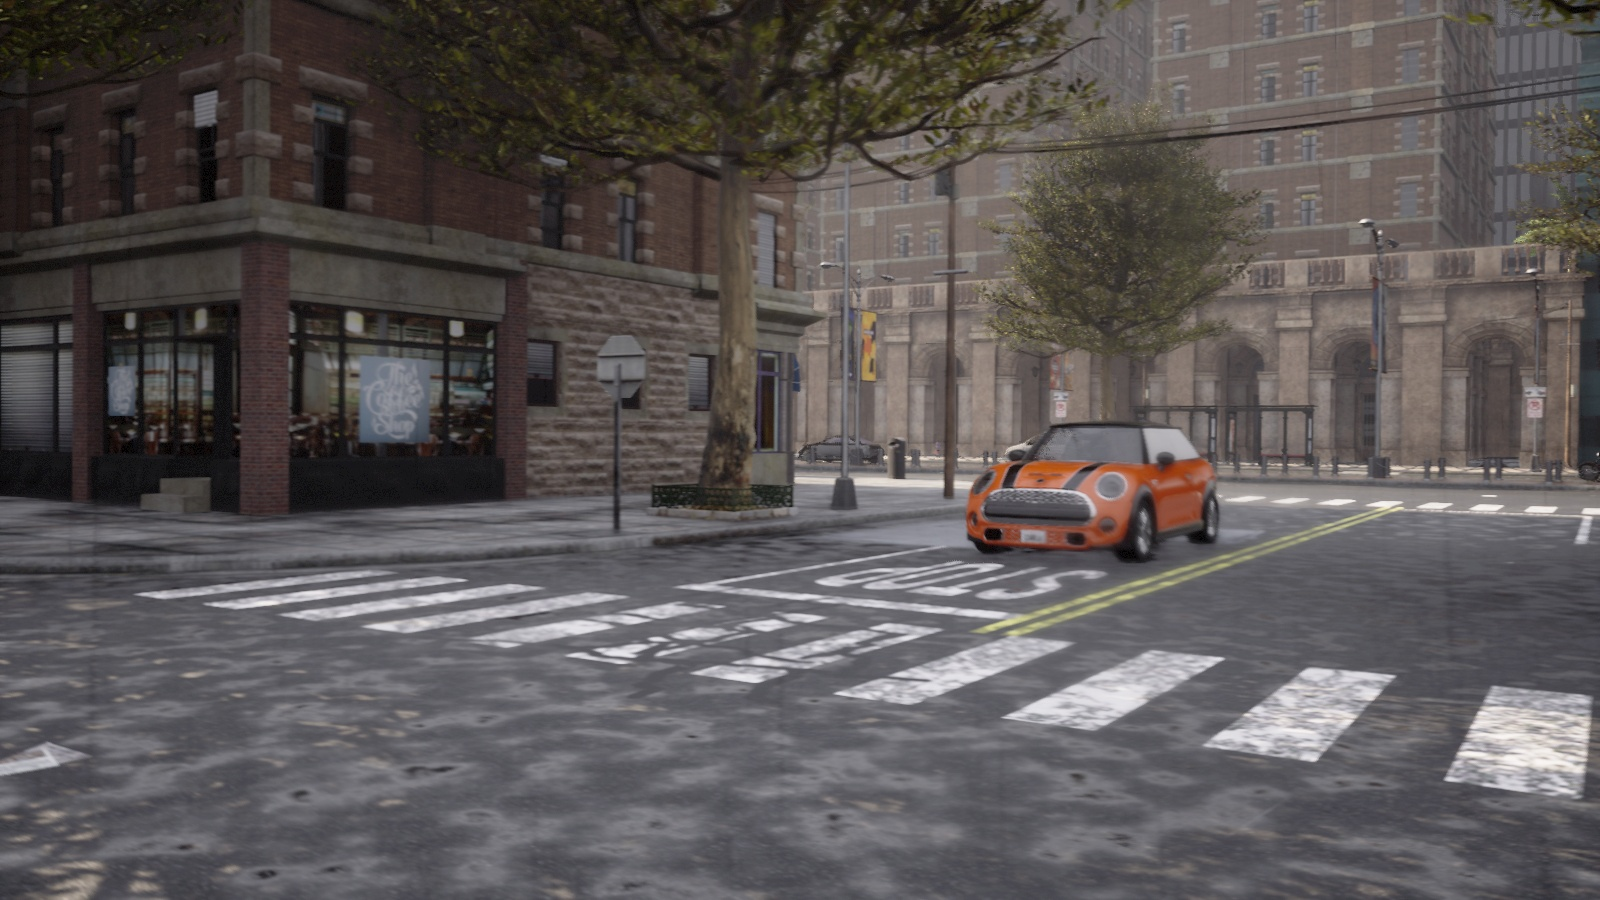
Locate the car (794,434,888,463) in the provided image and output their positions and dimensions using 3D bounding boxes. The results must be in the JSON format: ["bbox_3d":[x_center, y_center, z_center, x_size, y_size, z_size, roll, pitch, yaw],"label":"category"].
[{"bbox_3d":[1.993,-0.067,61.775,4.181,1.385,1.994,0,1,33],"label":"car"}]

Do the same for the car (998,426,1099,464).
[{"bbox_3d":[11.031,-0.232,55.745,3.988,1.617,1.851,0,1,34],"label":"car"}]

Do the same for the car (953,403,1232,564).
[{"bbox_3d":[3.935,0.332,16.247,2.097,1.767,4.553,0,1,33],"label":"car"}]

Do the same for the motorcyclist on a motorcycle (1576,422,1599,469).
[{"bbox_3d":[28.615,-0.178,44.027,2.350,1.649,0.766,0,1,34],"label":"motorcyclist on a motorcycle"}]
